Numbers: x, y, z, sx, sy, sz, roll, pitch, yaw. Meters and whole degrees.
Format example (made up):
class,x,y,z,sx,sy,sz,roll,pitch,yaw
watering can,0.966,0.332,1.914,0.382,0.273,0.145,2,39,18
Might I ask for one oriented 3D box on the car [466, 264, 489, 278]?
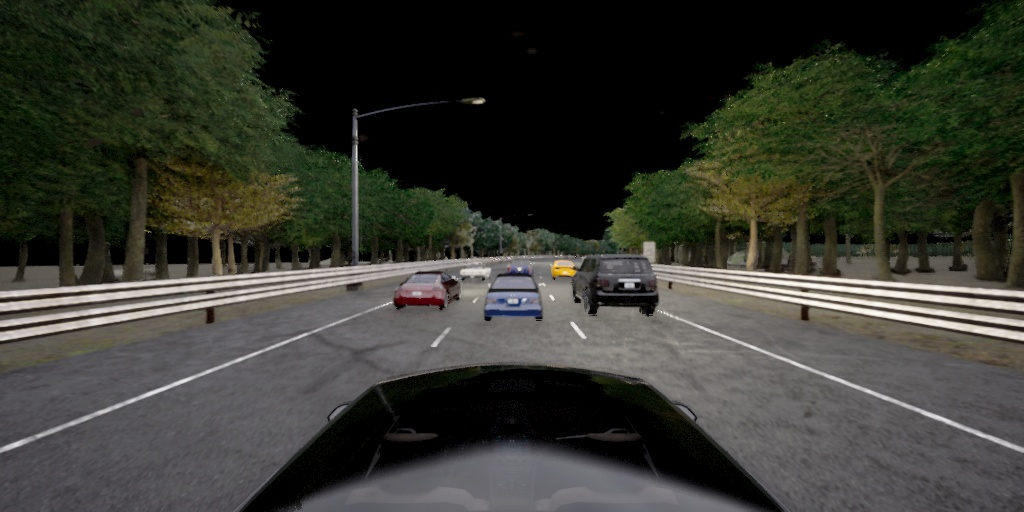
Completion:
class,x,y,z,sx,sy,sz,roll,pitch,yaw
car,-2.813,1.266,28.948,1.895,1.301,4.718,0,0,4

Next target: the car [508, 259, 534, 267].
class,x,y,z,sx,sy,sz,roll,pitch,yaw
car,0.726,1.009,29.356,2.097,1.767,4.553,0,0,4

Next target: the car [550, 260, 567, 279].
class,x,y,z,sx,sy,sz,roll,pitch,yaw
car,4.306,1.123,30.447,1.882,1.535,5.008,0,1,4

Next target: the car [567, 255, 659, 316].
class,x,y,z,sx,sy,sz,roll,pitch,yaw
car,3.620,0.959,13.487,2.150,2.045,5.566,0,0,2

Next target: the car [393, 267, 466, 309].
class,x,y,z,sx,sy,sz,roll,pitch,yaw
car,-3.335,1.299,14.827,1.994,1.385,4.181,0,0,2

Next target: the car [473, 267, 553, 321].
class,x,y,z,sx,sy,sz,roll,pitch,yaw
car,0.088,1.288,12.439,2.033,1.411,5.357,0,0,1
